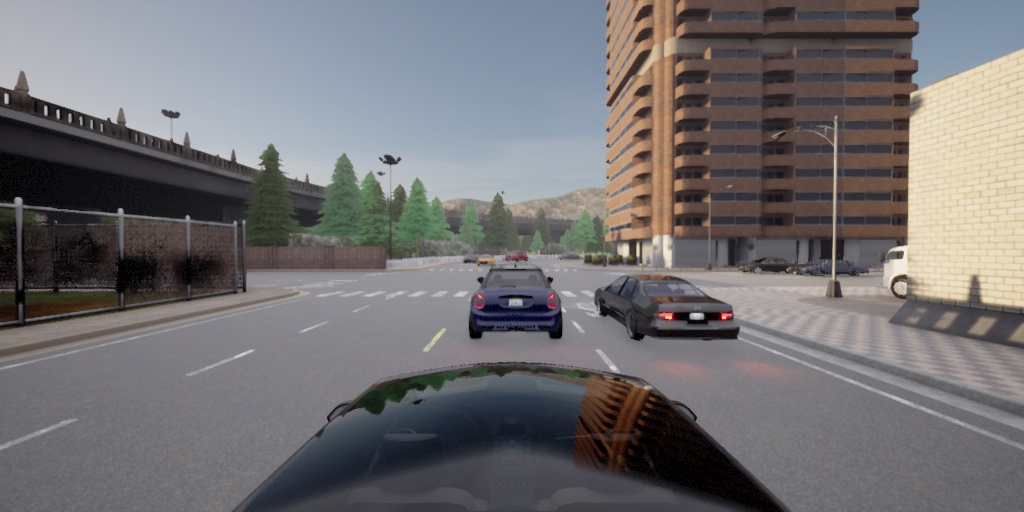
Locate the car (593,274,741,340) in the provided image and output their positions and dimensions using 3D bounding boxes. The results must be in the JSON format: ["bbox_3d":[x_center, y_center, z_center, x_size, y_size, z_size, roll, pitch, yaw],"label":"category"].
[{"bbox_3d":[3.590,1.181,9.461,2.033,1.411,5.357,0,1,0],"label":"car"}]

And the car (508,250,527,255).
[{"bbox_3d":[0.824,0.043,63.926,2.150,2.045,5.566,0,1,29],"label":"car"}]

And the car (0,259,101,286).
[{"bbox_3d":[-28.925,0.996,21.861,4.902,1.511,2.128,0,1,0],"label":"car"}]

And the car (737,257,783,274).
[{"bbox_3d":[23.122,0.852,32.452,4.892,1.490,1.837,0,1,0],"label":"car"}]

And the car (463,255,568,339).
[{"bbox_3d":[0.090,0.982,9.792,2.097,1.767,4.553,0,1,0],"label":"car"}]

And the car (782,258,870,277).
[{"bbox_3d":[25.503,0.947,28.949,5.357,1.411,2.033,0,1,0],"label":"car"}]

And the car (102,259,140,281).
[{"bbox_3d":[-29.330,0.957,25.360,4.892,1.490,1.837,0,1,0],"label":"car"}]

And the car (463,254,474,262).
[{"bbox_3d":[-6.025,0.463,54.899,1.837,1.490,4.892,0,1,11],"label":"car"}]

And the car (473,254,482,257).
[{"bbox_3d":[-3.392,0.558,46.698,1.882,1.535,5.008,0,1,3],"label":"car"}]
